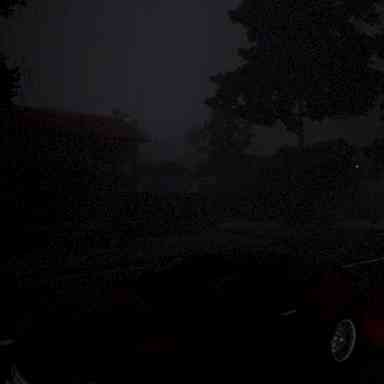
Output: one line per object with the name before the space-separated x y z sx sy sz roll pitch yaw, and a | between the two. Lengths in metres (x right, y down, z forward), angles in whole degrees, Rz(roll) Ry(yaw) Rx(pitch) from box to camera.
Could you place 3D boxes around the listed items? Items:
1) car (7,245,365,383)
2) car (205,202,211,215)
car | 0.347 1.477 4.187 4.674 1.442 1.812 0 1 -35
car | -0.377 0.893 23.992 1.970 1.475 3.806 0 1 -33
